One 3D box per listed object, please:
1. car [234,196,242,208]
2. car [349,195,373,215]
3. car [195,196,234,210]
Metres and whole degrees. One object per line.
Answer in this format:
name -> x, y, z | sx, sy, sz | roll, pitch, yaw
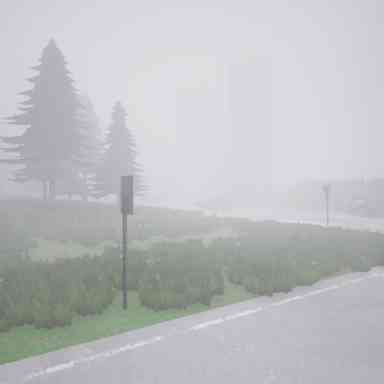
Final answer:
car -> 4.835, 1.342, 44.880 | 3.988, 1.617, 1.851 | 0, 0, -36
car -> 16.415, 1.217, 32.420 | 1.905, 1.878, 3.866 | 0, 0, 24
car -> 2.157, 1.350, 38.345 | 2.128, 1.511, 4.902 | 0, 0, -35
